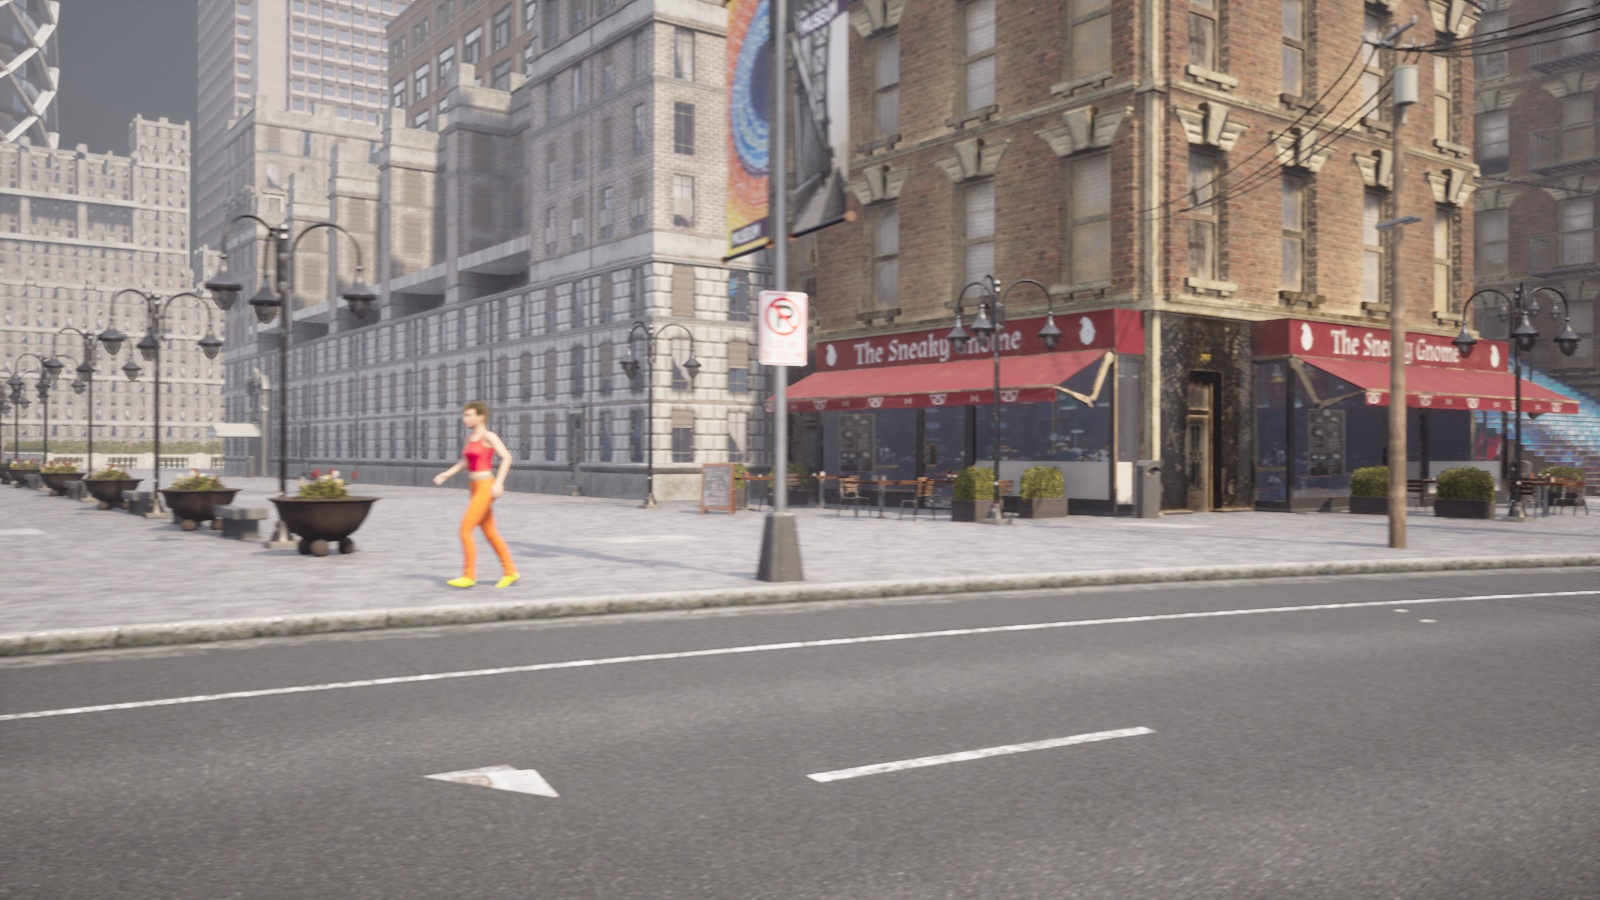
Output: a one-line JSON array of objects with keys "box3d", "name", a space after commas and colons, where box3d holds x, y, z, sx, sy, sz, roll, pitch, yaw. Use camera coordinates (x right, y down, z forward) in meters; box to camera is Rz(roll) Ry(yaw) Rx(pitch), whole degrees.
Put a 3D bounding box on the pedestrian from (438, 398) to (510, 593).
[{"box3d": [-3.159, 0.430, 12.159, 0.594, 1.836, 0.345, 0, 0, -34], "name": "pedestrian"}]
